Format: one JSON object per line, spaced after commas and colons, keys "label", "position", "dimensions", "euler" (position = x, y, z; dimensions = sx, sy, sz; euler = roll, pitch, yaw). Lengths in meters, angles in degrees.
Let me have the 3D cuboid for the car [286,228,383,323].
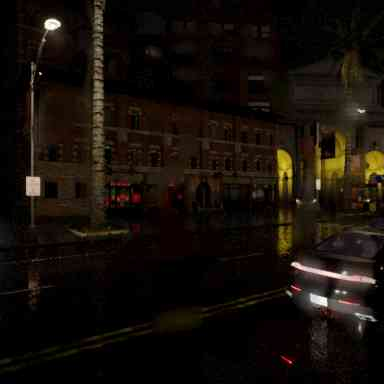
{"label": "car", "position": [3.982, 1.492, 6.652], "dimensions": [4.902, 1.511, 2.128], "euler": [0, 0, -35]}
